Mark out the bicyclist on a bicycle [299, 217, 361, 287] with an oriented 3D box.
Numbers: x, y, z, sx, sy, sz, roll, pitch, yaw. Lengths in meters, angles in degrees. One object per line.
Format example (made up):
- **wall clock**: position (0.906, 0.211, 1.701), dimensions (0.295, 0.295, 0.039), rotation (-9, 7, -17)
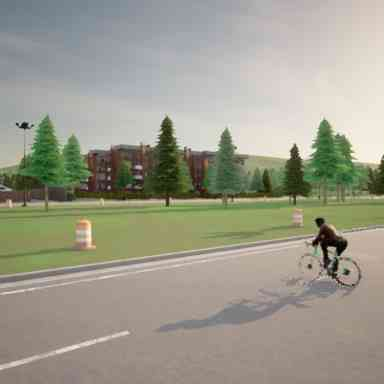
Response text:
- **bicyclist on a bicycle**: position (3.331, 1.455, 8.215), dimensions (0.582, 1.620, 1.656), rotation (0, -2, -37)
